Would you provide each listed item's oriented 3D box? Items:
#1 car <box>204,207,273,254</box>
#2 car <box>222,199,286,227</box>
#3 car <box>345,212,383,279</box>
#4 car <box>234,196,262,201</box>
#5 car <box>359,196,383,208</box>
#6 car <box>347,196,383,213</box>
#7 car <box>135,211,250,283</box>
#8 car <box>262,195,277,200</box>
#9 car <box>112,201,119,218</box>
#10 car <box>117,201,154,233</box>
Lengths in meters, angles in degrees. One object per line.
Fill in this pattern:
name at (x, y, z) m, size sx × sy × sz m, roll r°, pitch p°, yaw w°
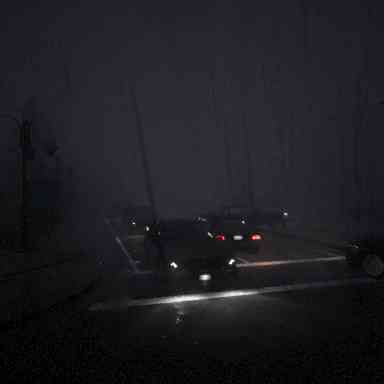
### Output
car at (1.349, 1.538, 13.396) m, size 2.033 × 1.411 × 5.357 m, roll 0°, pitch 0°, yaw -4°
car at (2.846, 1.467, 19.897) m, size 5.357 × 1.411 × 2.033 m, roll -3°, pitch 1°, yaw -15°
car at (6.532, 1.475, 8.247) m, size 5.008 × 1.535 × 1.882 m, roll 0°, pitch 0°, yaw 39°
car at (7.347, 1.287, 46.166) m, size 2.007 × 1.523 × 4.514 m, roll 0°, pitch 0°, yaw -17°
car at (23.893, 1.273, 43.200) m, size 1.845 × 1.501 × 3.633 m, roll 0°, pitch 0°, yaw -17°
car at (15.588, 1.356, 29.211) m, size 1.970 × 1.475 × 3.806 m, roll 0°, pitch 0°, yaw -17°
car at (-0.370, 1.543, 10.116) m, size 2.033 × 1.411 × 5.357 m, roll 0°, pitch 0°, yaw -15°
car at (10.335, 1.277, 47.123) m, size 2.152 × 1.636 × 5.027 m, roll 0°, pitch 0°, yaw -17°
car at (-6.269, 1.515, 30.101) m, size 2.033 × 1.411 × 5.357 m, roll 0°, pitch 0°, yaw -17°
car at (-3.106, 1.529, 19.950) m, size 2.033 × 1.411 × 5.357 m, roll 0°, pitch 0°, yaw -17°
